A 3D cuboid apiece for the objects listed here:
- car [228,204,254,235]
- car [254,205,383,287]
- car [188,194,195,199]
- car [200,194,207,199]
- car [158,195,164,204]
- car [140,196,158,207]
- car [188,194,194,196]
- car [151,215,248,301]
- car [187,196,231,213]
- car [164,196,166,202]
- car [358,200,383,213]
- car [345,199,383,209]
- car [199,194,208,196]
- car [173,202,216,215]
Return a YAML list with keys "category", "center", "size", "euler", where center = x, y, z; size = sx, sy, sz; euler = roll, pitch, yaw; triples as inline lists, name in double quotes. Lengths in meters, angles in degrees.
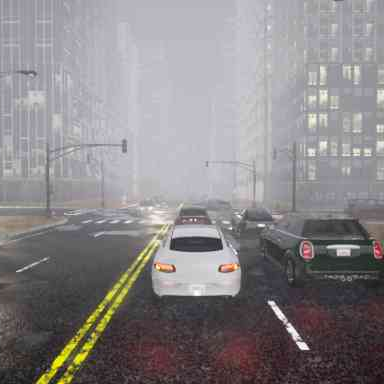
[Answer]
- category: "car"
  center: [3.304, 1.554, 17.823]
  size: [1.994, 1.385, 4.181]
  euler: [0, 0, 0]
- category: "car"
  center: [3.327, 1.348, 9.436]
  size: [2.097, 1.767, 4.553]
  euler: [0, 0, 0]
- category: "car"
  center: [-0.228, 1.216, 90.742]
  size: [1.882, 1.535, 5.008]
  euler: [0, 0, 0]
- category: "car"
  center: [3.022, 1.262, 90.749]
  size: [1.812, 1.442, 4.674]
  euler: [0, 0, 0]
- category: "car"
  center: [-6.721, 1.427, 61.076]
  size: [1.882, 1.535, 5.008]
  euler: [0, 0, 1]
- category: "car"
  center: [-6.717, 1.526, 50.752]
  size: [1.994, 1.385, 4.181]
  euler: [0, 0, 0]
- category: "car"
  center: [-0.201, 1.414, 80.325]
  size: [1.837, 1.490, 4.892]
  euler: [0, 0, 0]
- category: "car"
  center: [0.081, 1.522, 8.160]
  size: [1.812, 1.442, 4.674]
  euler: [0, 0, 0]
- category: "car"
  center: [1.794, 1.474, 35.548]
  size: [4.902, 1.511, 2.128]
  euler: [1, 1, 1]
- category: "car"
  center: [-6.681, 1.413, 71.451]
  size: [1.882, 1.535, 5.008]
  euler: [0, 0, 0]
- category: "car"
  center: [21.715, 1.641, 37.876]
  size: [4.829, 1.417, 1.752]
  euler: [1, 0, 1]
- category: "car"
  center: [16.127, 1.518, 29.575]
  size: [5.009, 1.841, 2.192]
  euler: [1, 0, 1]
- category: "car"
  center: [3.049, 1.392, 80.332]
  size: [1.882, 1.535, 5.008]
  euler: [0, 0, 0]
- category: "car"
  center: [0.057, 1.495, 17.408]
  size: [1.837, 1.490, 4.892]
  euler: [0, 0, 0]
